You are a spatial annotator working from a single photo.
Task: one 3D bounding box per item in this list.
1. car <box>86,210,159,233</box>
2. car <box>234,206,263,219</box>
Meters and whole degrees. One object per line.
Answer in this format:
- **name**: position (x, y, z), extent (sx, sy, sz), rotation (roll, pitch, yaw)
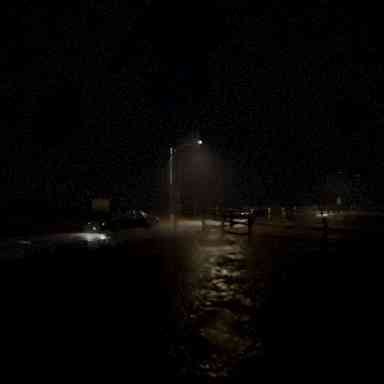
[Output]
- **car**: position (-4.573, 1.952, 22.990), extent (2.033, 1.411, 5.357), rotation (-1, -2, 35)
- **car**: position (6.676, 2.363, 38.804), extent (2.128, 1.511, 4.902), rotation (-1, -2, 36)
